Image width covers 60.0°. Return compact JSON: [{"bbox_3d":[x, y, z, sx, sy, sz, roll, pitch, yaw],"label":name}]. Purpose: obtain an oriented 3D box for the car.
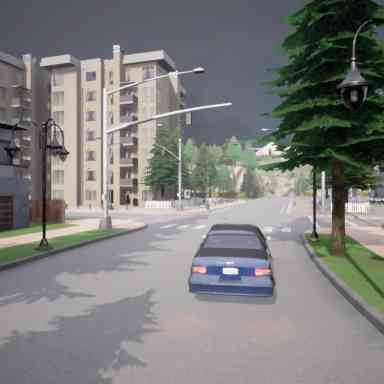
[{"bbox_3d":[1.131,1.547,8.790,2.033,1.411,5.357,0,0,9],"label":"car"}]
